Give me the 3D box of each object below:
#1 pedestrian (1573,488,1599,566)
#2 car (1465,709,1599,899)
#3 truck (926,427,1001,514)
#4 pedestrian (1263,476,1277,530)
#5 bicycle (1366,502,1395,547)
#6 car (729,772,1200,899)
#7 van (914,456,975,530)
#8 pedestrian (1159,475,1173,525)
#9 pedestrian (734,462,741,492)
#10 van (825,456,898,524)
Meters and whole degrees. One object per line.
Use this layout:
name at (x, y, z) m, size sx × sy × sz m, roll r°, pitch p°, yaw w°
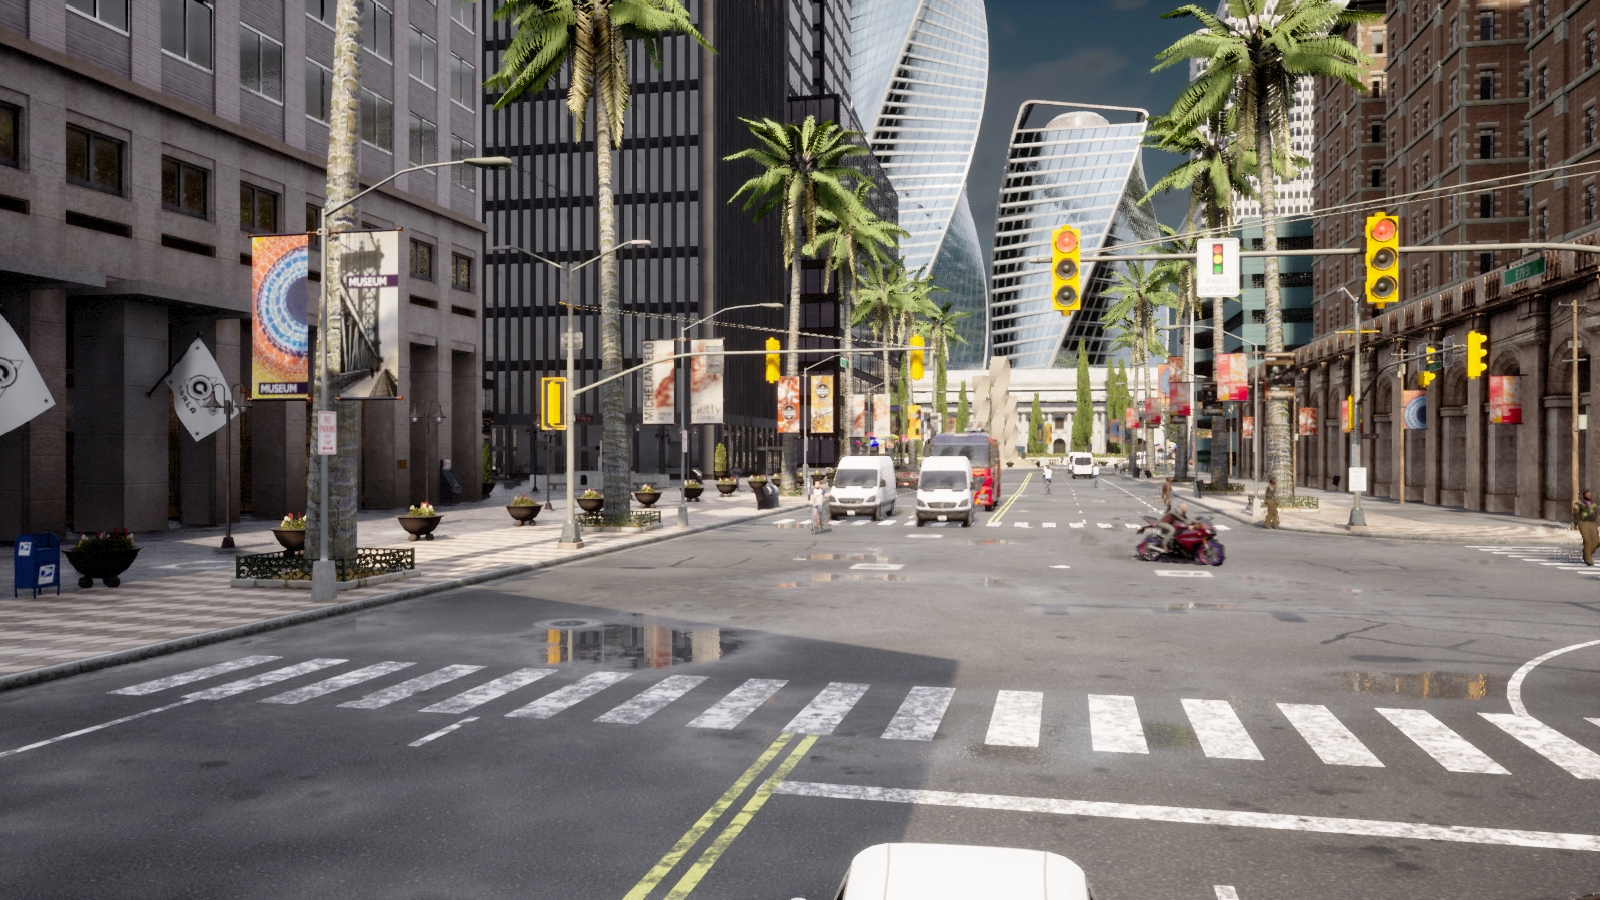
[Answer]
pedestrian at (18.980, 1.849, 27.604) m, size 0.375 × 1.860 × 0.375 m, roll 0°, pitch 0°, yaw 3°
car at (3.753, 1.992, 2.523) m, size 2.152 × 1.651 × 5.027 m, roll 0°, pitch 0°, yaw 7°
truck at (7.892, 0.890, 54.227) m, size 2.891 × 3.827 × 8.468 m, roll 0°, pitch 0°, yaw 13°
pedestrian at (16.488, 1.848, 40.073) m, size 0.375 × 1.860 × 0.375 m, roll 0°, pitch 0°, yaw 13°
bicycle at (17.295, 2.206, 34.054) m, size 0.373 × 1.196 × 1.643 m, roll 0°, pitch 0°, yaw 13°
car at (0.558, 2.120, 3.851) m, size 1.481 × 1.376 × 2.207 m, roll 0°, pitch 0°, yaw 9°
van at (5.530, 1.535, 43.213) m, size 1.988 × 2.561 × 5.915 m, roll 0°, pitch 0°, yaw 10°
pedestrian at (13.528, 1.849, 42.280) m, size 0.375 × 1.860 × 0.375 m, roll 0°, pitch 0°, yaw -5°
pedestrian at (-3.905, 1.701, 71.108) m, size 0.375 × 1.860 × 0.375 m, roll 0°, pitch 0°, yaw 13°
van at (2.598, 1.535, 46.660) m, size 1.988 × 2.561 × 5.915 m, roll 0°, pitch 0°, yaw 13°
